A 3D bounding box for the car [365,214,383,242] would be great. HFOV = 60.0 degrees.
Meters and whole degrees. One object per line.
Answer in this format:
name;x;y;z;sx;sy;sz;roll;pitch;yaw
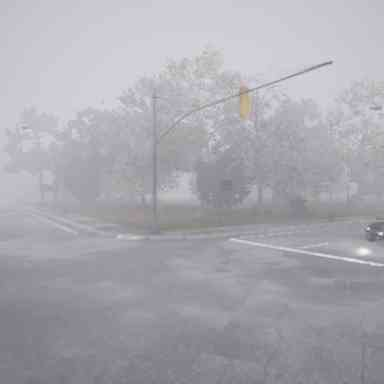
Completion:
car;9.869;1.515;15.307;4.892;1.490;1.837;0;0;-35
